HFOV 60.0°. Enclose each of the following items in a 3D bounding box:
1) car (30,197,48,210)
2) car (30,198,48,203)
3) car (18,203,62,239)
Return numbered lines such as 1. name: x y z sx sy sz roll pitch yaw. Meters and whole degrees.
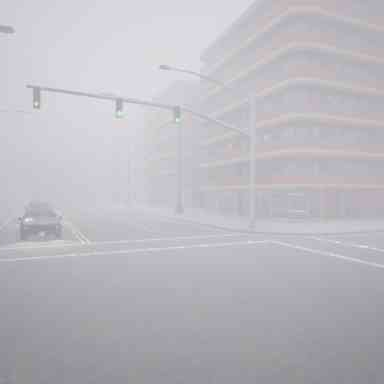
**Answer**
1. car: -20.819 1.490 45.251 2.128 1.511 4.902 0 0 -24
2. car: -12.278 1.504 26.714 1.837 1.490 4.892 0 0 -25
3. car: -8.093 1.547 17.769 2.033 1.411 5.357 0 0 -25
